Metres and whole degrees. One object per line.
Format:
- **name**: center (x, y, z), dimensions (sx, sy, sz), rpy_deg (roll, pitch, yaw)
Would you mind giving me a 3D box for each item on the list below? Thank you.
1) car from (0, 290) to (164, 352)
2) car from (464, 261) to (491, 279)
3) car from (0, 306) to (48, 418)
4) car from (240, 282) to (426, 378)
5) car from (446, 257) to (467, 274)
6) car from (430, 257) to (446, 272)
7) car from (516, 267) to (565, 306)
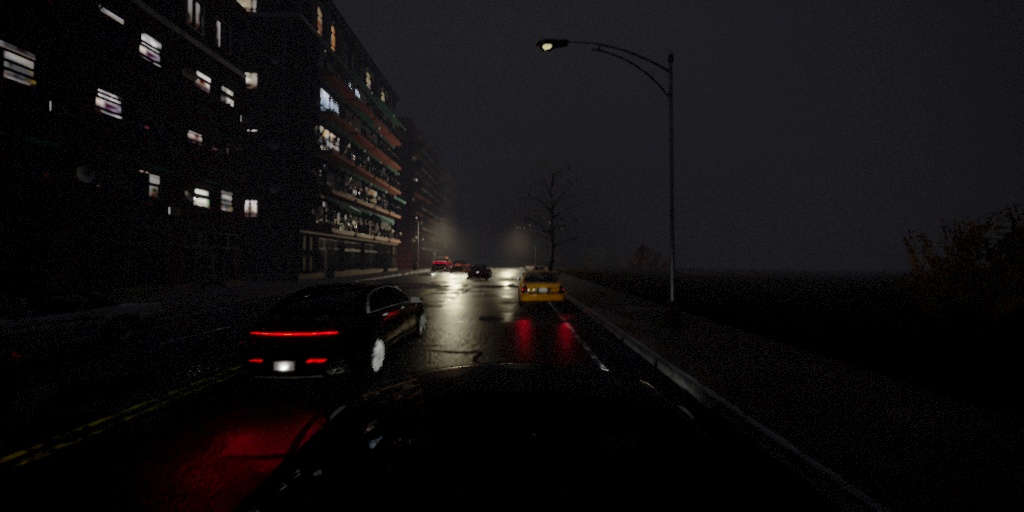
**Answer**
- **car**: center (-9.837, 1.372, 6.876), dimensions (1.895, 1.301, 4.718), rpy_deg (0, 0, 0)
- **car**: center (-3.063, 1.445, 34.052), dimensions (1.994, 1.385, 4.181), rpy_deg (0, 0, 0)
- **car**: center (-6.598, 1.316, 2.211), dimensions (1.994, 1.385, 4.181), rpy_deg (0, 0, 0)
- **car**: center (-3.136, 1.278, 7.363), dimensions (1.837, 1.490, 4.892), rpy_deg (0, 0, 0)
- **car**: center (-6.479, 1.274, 44.661), dimensions (2.097, 1.767, 4.553), rpy_deg (0, 0, 0)
- **car**: center (-9.711, 1.162, 49.748), dimensions (2.150, 2.045, 5.566), rpy_deg (0, 0, 0)
- **car**: center (1.176, 1.264, 15.939), dimensions (1.801, 1.575, 5.366), rpy_deg (0, 0, 0)
